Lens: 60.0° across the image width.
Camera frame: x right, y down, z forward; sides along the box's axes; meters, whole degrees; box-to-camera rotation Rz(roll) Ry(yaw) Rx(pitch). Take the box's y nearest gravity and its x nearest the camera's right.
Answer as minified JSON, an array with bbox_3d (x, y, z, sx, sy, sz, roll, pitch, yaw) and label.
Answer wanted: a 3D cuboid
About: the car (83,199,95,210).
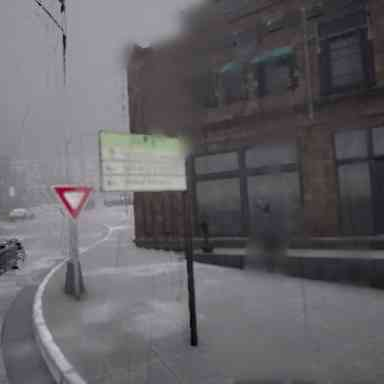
[{"bbox_3d":[-18.997,1.935,57.689,2.150,2.045,5.566,-4,3,13],"label":"car"}]

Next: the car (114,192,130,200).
[{"bbox_3d":[-17.122,0.946,81.552,1.994,1.385,4.181,-4,2,13],"label":"car"}]

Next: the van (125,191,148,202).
[{"bbox_3d":[-11.427,0.912,68.875,4.442,1.987,1.878,-4,2,-7],"label":"van"}]

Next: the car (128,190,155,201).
[{"bbox_3d":[-10.903,0.720,71.813,5.566,2.045,2.435,-4,3,-7],"label":"car"}]

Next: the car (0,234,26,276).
[{"bbox_3d":[-6.308,1.907,9.549,2.128,1.511,4.902,-5,1,-13],"label":"car"}]

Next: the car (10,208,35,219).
[{"bbox_3d":[-23.304,2.901,45.687,1.812,1.442,4.674,-4,0,-5],"label":"car"}]

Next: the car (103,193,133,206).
[{"bbox_3d":[-13.539,1.678,59.974,4.892,1.521,2.231,-4,2,-7],"label":"car"}]

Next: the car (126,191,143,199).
[{"bbox_3d":[-13.964,0.703,80.826,2.128,1.511,4.902,-4,2,13],"label":"car"}]
